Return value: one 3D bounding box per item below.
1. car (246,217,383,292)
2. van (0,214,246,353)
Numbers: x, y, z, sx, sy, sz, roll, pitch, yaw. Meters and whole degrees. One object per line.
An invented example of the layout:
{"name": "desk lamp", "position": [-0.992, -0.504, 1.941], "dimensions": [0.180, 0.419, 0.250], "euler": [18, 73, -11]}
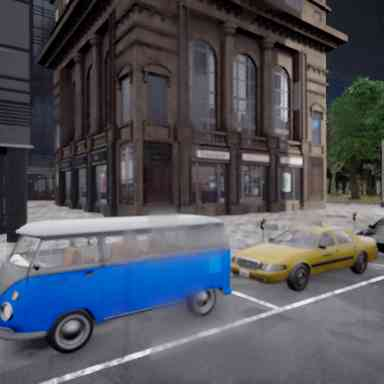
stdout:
{"name": "car", "position": [3.137, 1.501, 8.889], "dimensions": [4.829, 1.417, 1.752], "euler": [0, 0, -36]}
{"name": "van", "position": [-1.152, 1.333, 5.829], "dimensions": [3.998, 1.788, 1.690], "euler": [0, 0, -36]}
